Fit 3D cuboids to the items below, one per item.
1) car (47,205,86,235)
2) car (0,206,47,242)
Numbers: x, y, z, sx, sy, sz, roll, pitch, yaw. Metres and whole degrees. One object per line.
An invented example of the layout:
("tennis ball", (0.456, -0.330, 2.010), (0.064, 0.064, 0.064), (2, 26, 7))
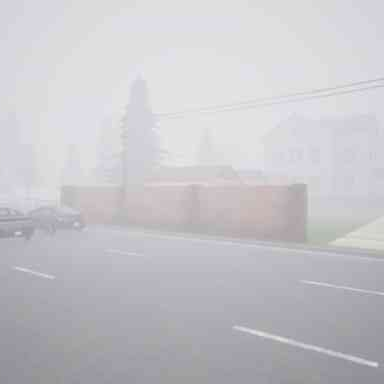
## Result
("car", (-7.660, 1.444, 18.055), (4.674, 1.442, 1.812), (0, 0, 36))
("car", (-8.868, 1.414, 14.616), (4.902, 1.511, 2.128), (0, 0, 36))
